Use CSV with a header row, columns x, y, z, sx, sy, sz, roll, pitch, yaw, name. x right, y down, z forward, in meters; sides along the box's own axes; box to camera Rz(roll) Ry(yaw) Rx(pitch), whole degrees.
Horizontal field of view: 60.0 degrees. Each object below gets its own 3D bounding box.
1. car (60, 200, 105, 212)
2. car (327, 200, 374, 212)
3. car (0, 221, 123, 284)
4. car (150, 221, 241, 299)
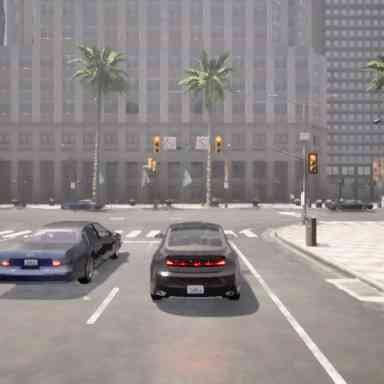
x,y,z,sx,sy,sz,roll,pitch,yaw,name
-12.667,1.593,38.568,4.718,1.301,1.895,0,0,0,car
18.215,1.593,38.483,4.718,1.301,1.895,0,0,0,car
-3.422,1.546,9.597,2.033,1.411,5.357,0,0,0,car
0.074,1.503,8.403,1.837,1.490,4.892,0,0,0,car
